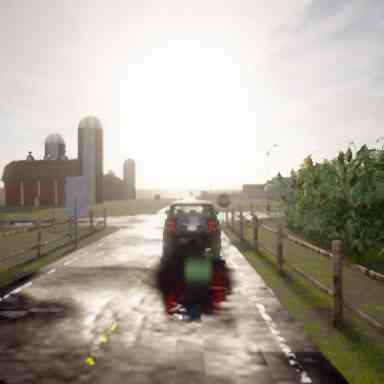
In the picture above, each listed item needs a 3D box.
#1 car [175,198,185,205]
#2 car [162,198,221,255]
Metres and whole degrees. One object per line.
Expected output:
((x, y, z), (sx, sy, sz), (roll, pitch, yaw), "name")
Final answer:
((-2.760, 2.276, 78.272), (2.128, 1.511, 4.902), (0, -1, 0), "car")
((0.000, 1.349, 14.027), (2.150, 2.045, 5.566), (0, 0, 0), "car")
